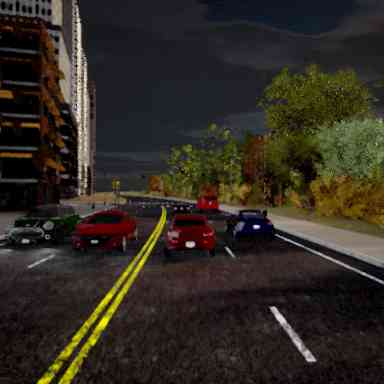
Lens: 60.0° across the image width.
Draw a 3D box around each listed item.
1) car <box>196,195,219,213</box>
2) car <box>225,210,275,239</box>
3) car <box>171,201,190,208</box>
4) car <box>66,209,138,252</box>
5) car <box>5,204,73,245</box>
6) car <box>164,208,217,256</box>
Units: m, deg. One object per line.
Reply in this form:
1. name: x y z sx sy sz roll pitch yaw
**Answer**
1. car: 1.778 1.359 38.668 2.150 2.045 5.566 0 0 -5
2. car: 2.980 1.630 17.759 1.994 1.385 4.181 0 0 -2
3. car: -1.201 1.679 35.157 2.033 1.411 5.357 0 0 -5
4. car: -3.560 1.540 14.467 1.882 1.535 5.008 0 -1 -1
5. car: -6.846 1.425 15.818 2.097 1.767 4.553 0 0 -1
6. car: -0.122 1.579 13.304 1.812 1.442 4.674 0 0 -2
